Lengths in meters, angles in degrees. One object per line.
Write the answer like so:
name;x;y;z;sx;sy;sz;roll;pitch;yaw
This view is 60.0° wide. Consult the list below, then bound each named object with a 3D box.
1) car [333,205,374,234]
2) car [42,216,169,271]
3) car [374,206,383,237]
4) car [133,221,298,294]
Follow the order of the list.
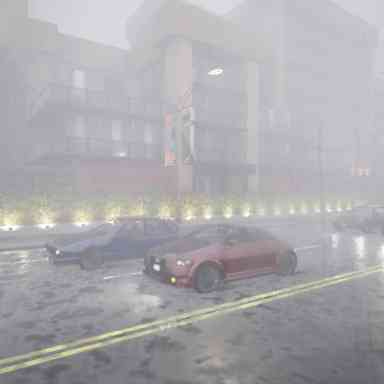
car;10.258;1.525;19.521;4.674;1.442;1.812;0;0;-34
car;-1.987;1.547;11.107;5.357;1.411;2.033;0;0;-35
car;11.027;1.352;15.810;4.553;1.767;2.097;0;0;-34
car;0.843;1.564;8.802;4.181;1.385;1.994;0;0;-34
